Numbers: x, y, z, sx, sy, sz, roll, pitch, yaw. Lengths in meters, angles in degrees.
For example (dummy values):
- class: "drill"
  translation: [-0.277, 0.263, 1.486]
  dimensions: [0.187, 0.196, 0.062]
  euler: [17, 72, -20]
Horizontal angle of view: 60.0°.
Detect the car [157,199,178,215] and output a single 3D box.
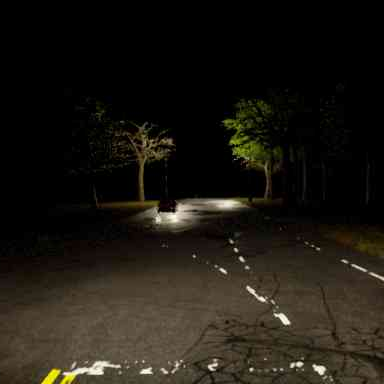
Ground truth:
- class: "car"
  translation: [-2.617, 1.537, 35.827]
  dimensions: [1.882, 1.535, 5.008]
  euler: [-1, 1, 2]
